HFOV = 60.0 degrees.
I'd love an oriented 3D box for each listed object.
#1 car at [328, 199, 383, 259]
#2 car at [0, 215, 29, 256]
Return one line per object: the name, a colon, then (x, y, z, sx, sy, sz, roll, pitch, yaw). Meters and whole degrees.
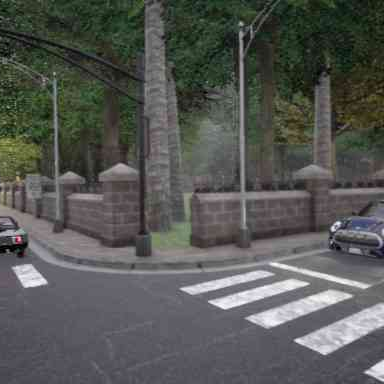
car: (6.430, 1.025, 10.743, 4.553, 1.767, 2.097, -2, 1, -35)
car: (-7.103, 1.471, 11.622, 1.895, 1.301, 4.718, -2, 1, -35)
